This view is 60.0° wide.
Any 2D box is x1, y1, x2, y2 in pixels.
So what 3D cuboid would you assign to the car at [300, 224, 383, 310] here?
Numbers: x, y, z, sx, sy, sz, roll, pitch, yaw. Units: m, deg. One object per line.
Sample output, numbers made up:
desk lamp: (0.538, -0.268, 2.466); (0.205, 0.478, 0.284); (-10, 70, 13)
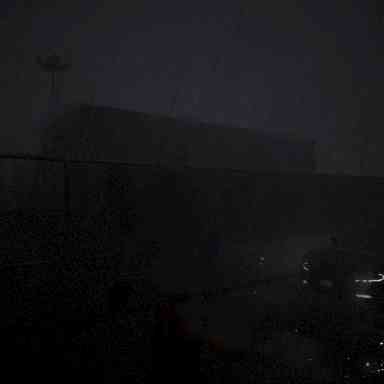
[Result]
car: (4.642, 1.522, 7.908); (5.008, 1.535, 1.882); (1, 0, -35)
